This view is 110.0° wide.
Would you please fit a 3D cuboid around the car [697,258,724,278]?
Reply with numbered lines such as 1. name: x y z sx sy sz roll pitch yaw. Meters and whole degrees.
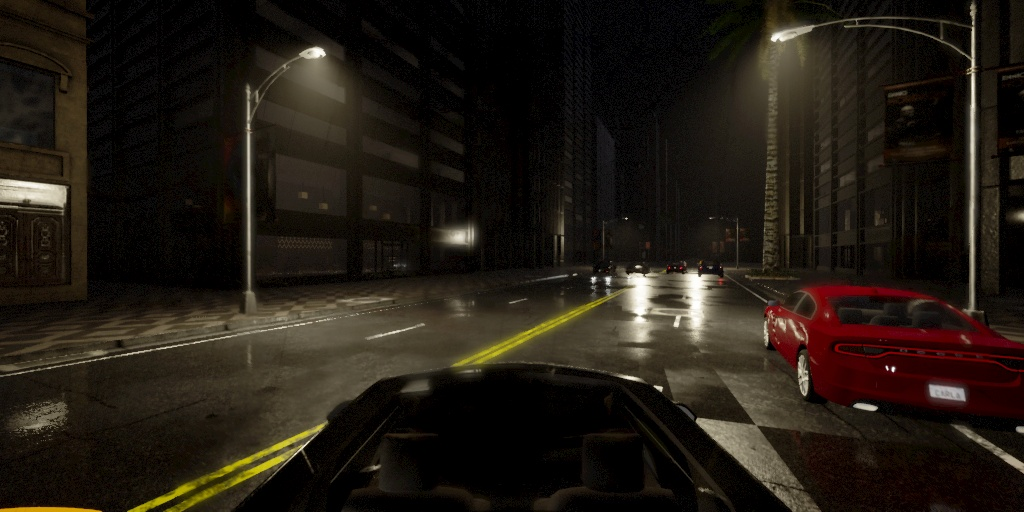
1. car: 19.269 1.116 34.891 2.097 1.767 4.553 0 0 27

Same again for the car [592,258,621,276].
1. car: 10.005 1.269 38.596 1.837 1.490 4.892 0 0 27

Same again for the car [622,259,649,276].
1. car: 13.423 1.312 38.142 2.033 1.411 5.357 0 0 27

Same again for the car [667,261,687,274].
1. car: 18.625 1.315 40.713 2.033 1.411 5.357 0 0 27

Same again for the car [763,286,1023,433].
1. car: 5.511 1.228 5.807 1.882 1.535 5.008 0 0 27
